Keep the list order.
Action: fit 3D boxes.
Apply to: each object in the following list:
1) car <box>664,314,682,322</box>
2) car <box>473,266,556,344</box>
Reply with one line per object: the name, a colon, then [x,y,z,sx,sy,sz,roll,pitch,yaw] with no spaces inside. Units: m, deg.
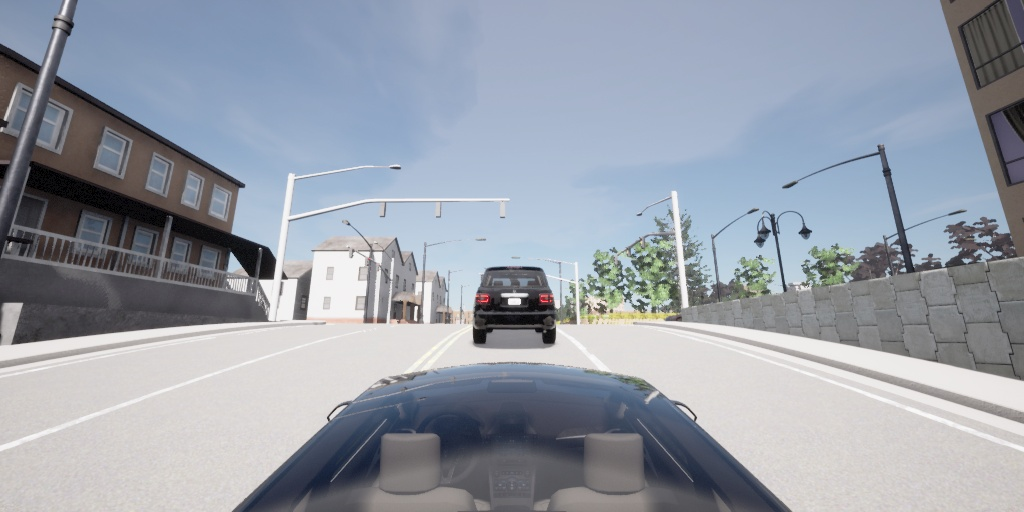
car: [15.874,5.449,31.704,4.553,1.767,2.097,0,-12,1]
car: [0.066,1.500,11.165,2.150,2.045,5.566,0,-7,0]
